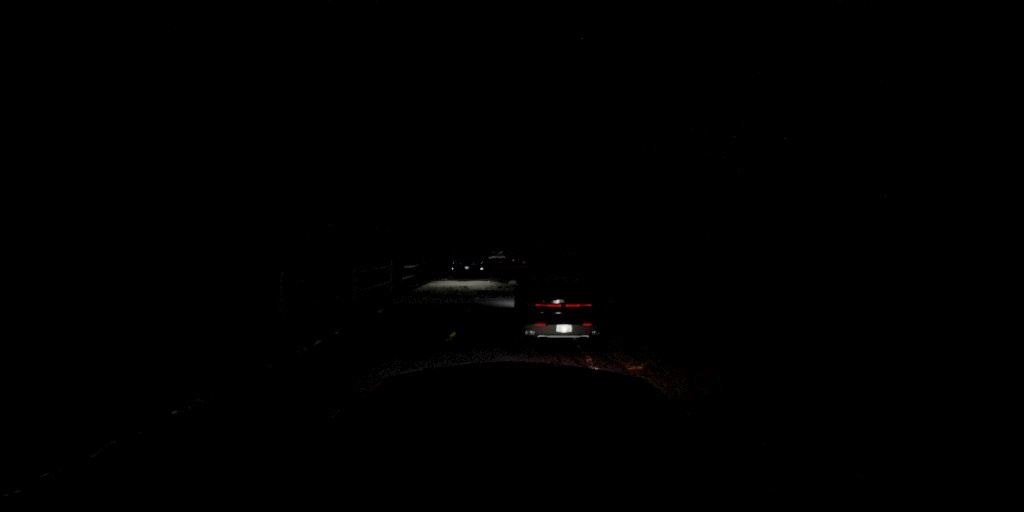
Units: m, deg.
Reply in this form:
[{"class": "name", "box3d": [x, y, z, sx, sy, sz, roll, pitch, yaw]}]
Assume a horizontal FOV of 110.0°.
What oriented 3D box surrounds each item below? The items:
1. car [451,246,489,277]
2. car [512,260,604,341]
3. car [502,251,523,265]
[{"class": "car", "box3d": [-2.795, 0.290, 24.989, 2.150, 2.045, 5.566, 0, 2, 0]}, {"class": "car", "box3d": [0.981, 1.041, 9.133, 1.837, 1.490, 4.892, 0, 2, 0]}, {"class": "car", "box3d": [0.167, 0.176, 39.084, 1.812, 1.442, 4.674, 0, 1, 0]}]
